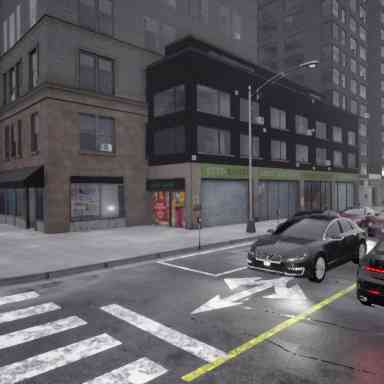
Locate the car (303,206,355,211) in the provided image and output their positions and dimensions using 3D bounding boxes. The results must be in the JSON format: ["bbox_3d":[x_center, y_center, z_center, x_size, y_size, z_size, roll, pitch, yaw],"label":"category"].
[{"bbox_3d":[5.591,1.509,15.417,4.313,1.339,1.947,-1,0,-44],"label":"car"}]

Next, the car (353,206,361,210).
[{"bbox_3d":[9.630,1.488,19.386,4.206,1.307,1.802,-1,0,-44],"label":"car"}]

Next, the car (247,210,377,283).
[{"bbox_3d":[3.561,1.476,9.818,4.892,1.490,1.837,-1,0,-45],"label":"car"}]

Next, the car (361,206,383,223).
[{"bbox_3d":[10.205,1.436,16.345,4.674,1.442,1.812,-1,0,-45],"label":"car"}]

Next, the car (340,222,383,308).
[{"bbox_3d":[5.038,1.473,6.921,4.892,1.490,1.837,-1,0,-44],"label":"car"}]
